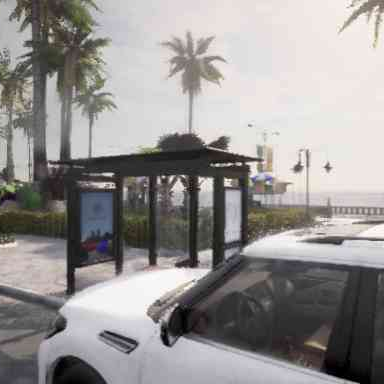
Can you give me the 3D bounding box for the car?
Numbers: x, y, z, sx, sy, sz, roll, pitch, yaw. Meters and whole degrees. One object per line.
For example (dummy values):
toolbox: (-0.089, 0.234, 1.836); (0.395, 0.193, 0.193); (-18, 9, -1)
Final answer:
car: (1.193, 1.239, 2.343); (5.566, 2.045, 2.150); (0, 0, 37)
